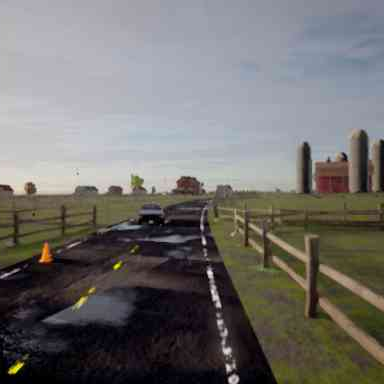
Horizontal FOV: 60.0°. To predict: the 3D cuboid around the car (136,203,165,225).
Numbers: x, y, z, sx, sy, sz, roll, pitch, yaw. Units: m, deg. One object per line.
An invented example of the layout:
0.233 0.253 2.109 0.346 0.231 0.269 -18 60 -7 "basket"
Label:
-3.005 1.503 23.955 2.033 1.411 5.357 0 0 -8 "car"
